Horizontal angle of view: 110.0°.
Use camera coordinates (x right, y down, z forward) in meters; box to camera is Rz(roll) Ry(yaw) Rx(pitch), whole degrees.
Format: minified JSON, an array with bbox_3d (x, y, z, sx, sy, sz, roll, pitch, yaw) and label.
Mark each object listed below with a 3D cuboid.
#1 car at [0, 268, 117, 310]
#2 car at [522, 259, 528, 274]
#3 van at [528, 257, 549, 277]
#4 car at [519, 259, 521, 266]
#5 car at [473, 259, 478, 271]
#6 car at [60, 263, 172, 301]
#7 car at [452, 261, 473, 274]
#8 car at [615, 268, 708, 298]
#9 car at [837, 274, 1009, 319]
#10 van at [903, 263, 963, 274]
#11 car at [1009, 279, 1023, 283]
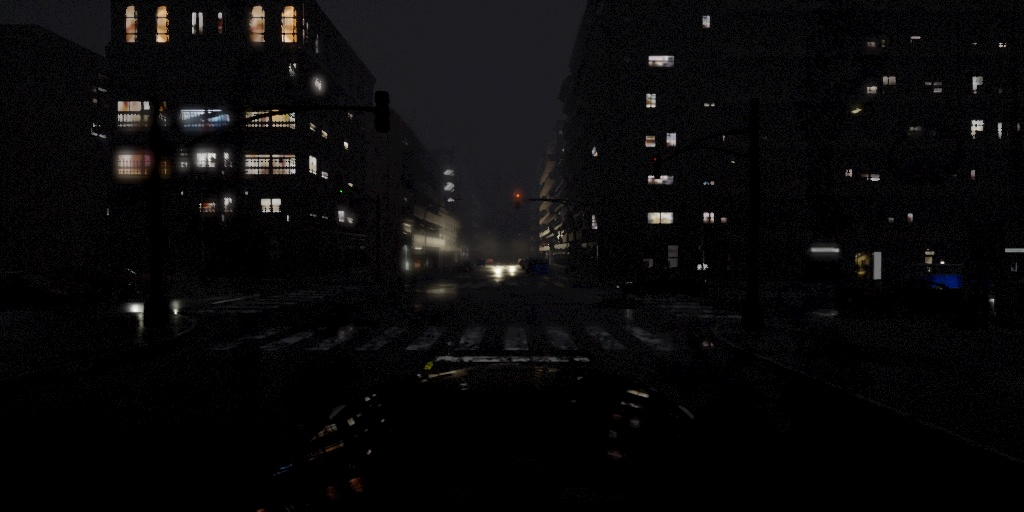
[{"bbox_3d":[-17.763,1.215,13.228,4.207,1.307,1.802,0,0,0],"label":"car"},{"bbox_3d":[2.657,1.091,41.478,2.192,1.841,5.009,0,0,0],"label":"car"},{"bbox_3d":[2.755,1.109,35.981,1.690,1.789,3.998,0,0,0],"label":"van"},{"bbox_3d":[2.584,1.252,58.039,1.967,1.591,4.097,0,0,0],"label":"car"},{"bbox_3d":[-5.920,1.352,47.034,1.948,1.339,4.313,0,0,0],"label":"car"},{"bbox_3d":[-18.015,1.086,15.809,5.008,1.535,1.882,1,0,0],"label":"car"},{"bbox_3d":[-5.910,1.358,41.512,1.802,1.307,4.207,0,0,0],"label":"car"},{"bbox_3d":[7.780,1.352,18.721,4.674,1.442,1.812,1,0,-6],"label":"car"},{"bbox_3d":[14.690,1.498,13.228,4.507,1.381,1.888,0,0,0],"label":"car"},{"bbox_3d":[26.060,1.343,21.597,3.998,1.789,1.690,0,0,0],"label":"van"},{"bbox_3d":[29.195,1.606,19.022,5.357,1.411,2.033,1,0,0],"label":"car"}]
